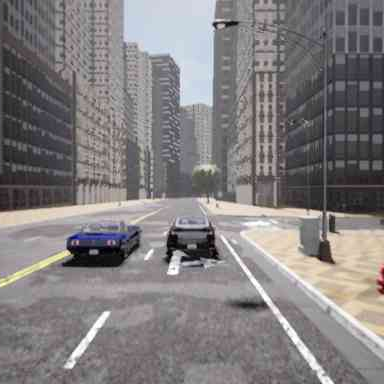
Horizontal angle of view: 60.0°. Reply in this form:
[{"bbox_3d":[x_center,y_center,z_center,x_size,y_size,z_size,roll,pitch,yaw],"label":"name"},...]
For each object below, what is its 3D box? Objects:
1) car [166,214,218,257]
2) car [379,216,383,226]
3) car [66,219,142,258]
[{"bbox_3d":[0.027,1.624,13.516,2.128,1.511,4.902,0,0,1],"label":"car"},{"bbox_3d":[15.919,2.059,23.951,4.403,1.369,2.008,1,0,-1],"label":"car"},{"bbox_3d":[-3.228,1.729,13.248,1.895,1.301,4.718,0,-1,1],"label":"car"}]
